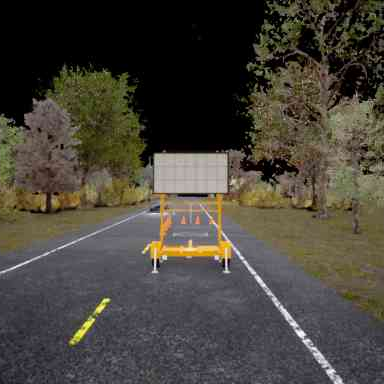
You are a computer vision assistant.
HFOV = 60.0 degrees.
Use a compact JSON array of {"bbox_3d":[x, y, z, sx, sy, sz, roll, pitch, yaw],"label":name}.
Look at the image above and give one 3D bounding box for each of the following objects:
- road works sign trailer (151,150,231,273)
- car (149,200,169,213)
[{"bbox_3d":[-0.038,0.469,10.664,2.380,3.560,2.880,0,0,0],"label":"road works sign trailer"},{"bbox_3d":[-3.658,1.607,37.623,1.994,1.385,4.181,0,0,0],"label":"car"}]
